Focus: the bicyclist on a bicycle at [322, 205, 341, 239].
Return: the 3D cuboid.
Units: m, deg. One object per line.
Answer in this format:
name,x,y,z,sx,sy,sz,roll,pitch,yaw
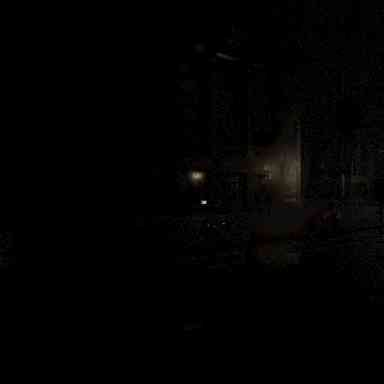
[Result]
bicyclist on a bicycle,6.910,1.439,16.319,0.866,1.612,1.509,1,2,43
